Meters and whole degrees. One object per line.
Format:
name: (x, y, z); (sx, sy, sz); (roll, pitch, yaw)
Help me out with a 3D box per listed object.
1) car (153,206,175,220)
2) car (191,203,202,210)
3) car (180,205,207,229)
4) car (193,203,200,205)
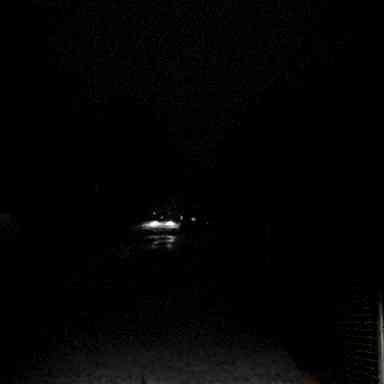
car: (-2.748, 2.113, 33.164); (1.895, 1.301, 4.718); (0, -1, 1)
car: (1.074, 3.271, 74.016); (1.812, 1.442, 4.674); (0, -2, 9)
car: (0.099, 1.865, 24.025); (2.033, 1.411, 5.357); (0, -1, 0)
car: (0.497, 2.326, 42.009); (1.895, 1.301, 4.718); (0, -1, 3)
